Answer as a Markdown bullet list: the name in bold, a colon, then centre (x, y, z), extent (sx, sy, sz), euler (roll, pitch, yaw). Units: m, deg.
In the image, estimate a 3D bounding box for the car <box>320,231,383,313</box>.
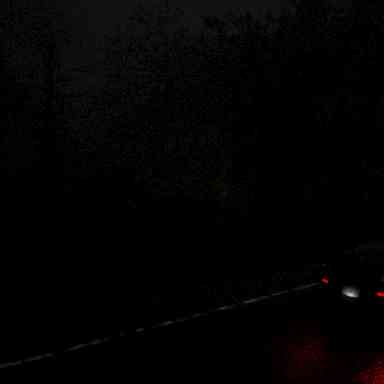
- **car**: centre (4.584, 1.543, 7.020), extent (4.674, 1.442, 1.812), euler (0, 0, -35)
